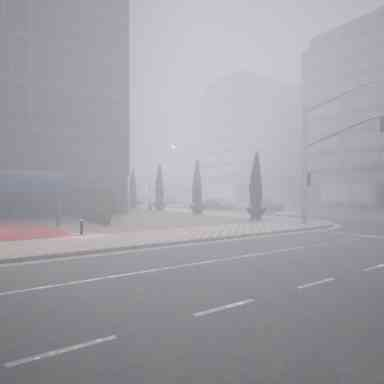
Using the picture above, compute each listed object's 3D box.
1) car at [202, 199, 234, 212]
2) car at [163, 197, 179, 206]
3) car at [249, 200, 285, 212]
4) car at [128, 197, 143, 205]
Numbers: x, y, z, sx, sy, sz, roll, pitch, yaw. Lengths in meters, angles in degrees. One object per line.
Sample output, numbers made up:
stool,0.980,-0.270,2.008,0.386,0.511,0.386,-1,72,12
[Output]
car,3.032,1.523,39.880,1.812,1.442,4.674,0,0,-35
car,-3.982,1.561,56.080,1.994,1.385,4.181,0,0,-35
car,8.510,1.560,38.149,1.994,1.385,4.181,0,0,-35
car,-10.470,1.504,59.339,1.837,1.490,4.892,0,-1,-34
